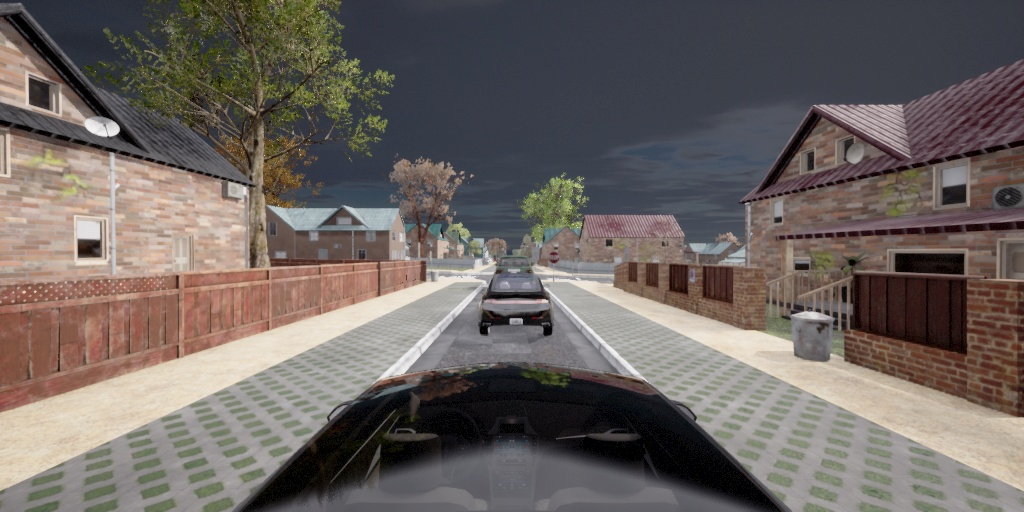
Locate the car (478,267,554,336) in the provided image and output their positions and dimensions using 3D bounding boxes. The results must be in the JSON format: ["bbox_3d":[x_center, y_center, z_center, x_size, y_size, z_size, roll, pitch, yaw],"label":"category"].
[{"bbox_3d":[0.102,1.242,10.403,2.128,1.511,4.902,0,0,0],"label":"car"}]

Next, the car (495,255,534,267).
[{"bbox_3d":[0.162,0.981,21.669,2.150,2.045,5.566,0,0,1],"label":"car"}]
